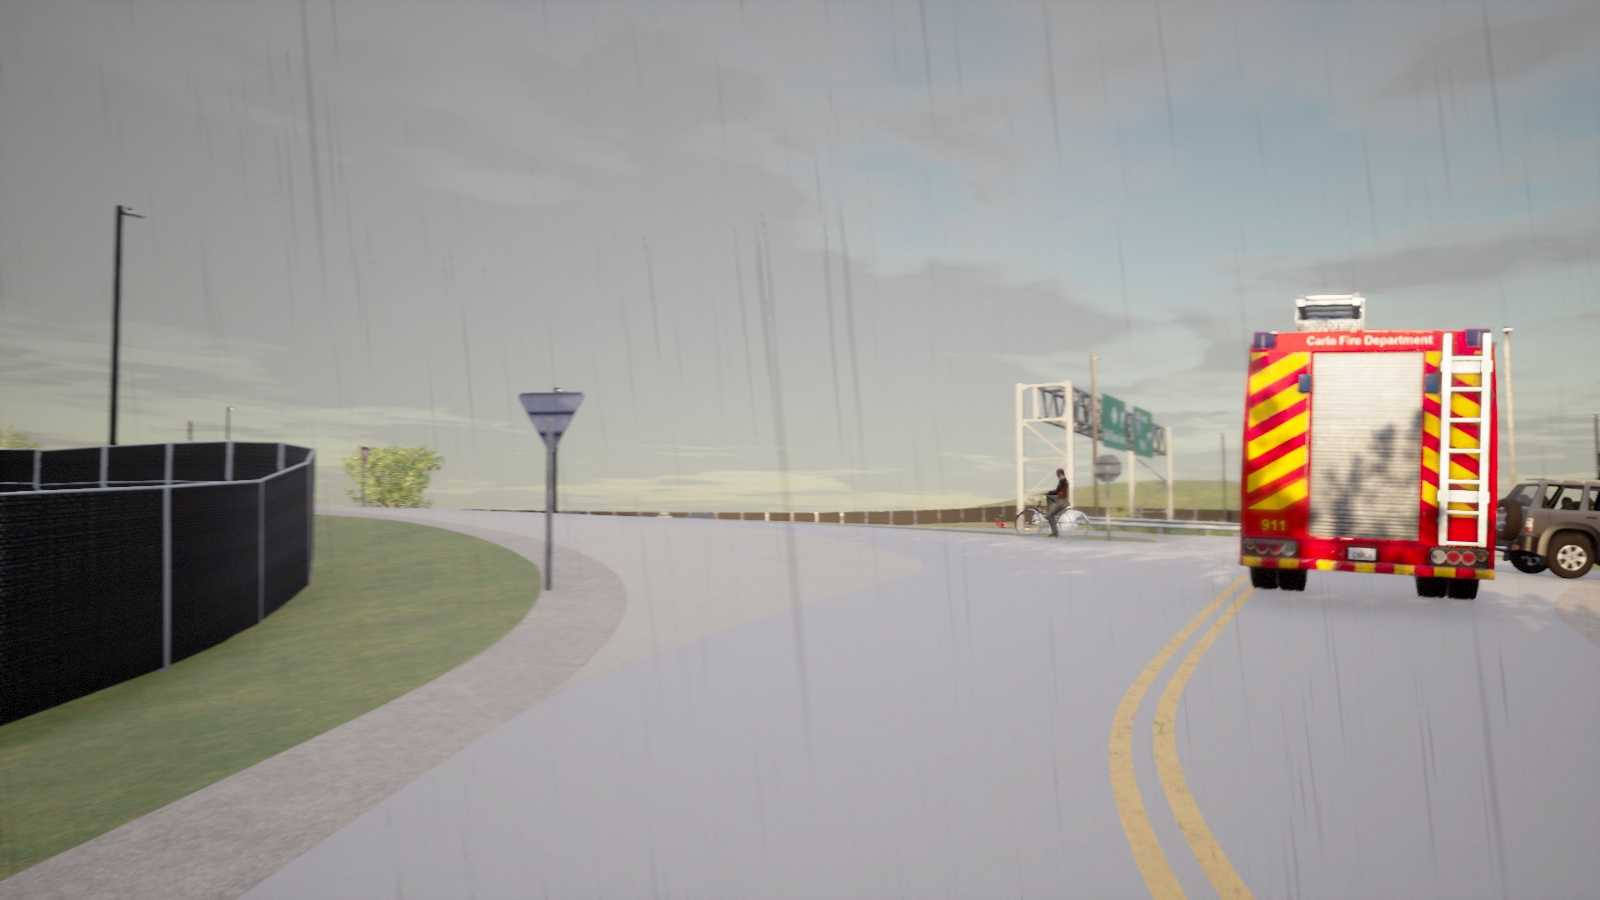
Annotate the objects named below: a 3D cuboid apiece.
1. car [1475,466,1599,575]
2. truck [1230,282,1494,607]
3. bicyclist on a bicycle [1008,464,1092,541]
[{"bbox_3d":[15.144,1.352,22.839,4.605,1.855,1.932,3,-2,9],"label":"car"},{"bbox_3d":[8.550,0.007,19.254,2.891,3.827,8.468,1,-1,24],"label":"truck"},{"bbox_3d":[6.135,1.281,30.783,1.843,1.776,0.659,1,-3,27],"label":"bicyclist on a bicycle"}]
